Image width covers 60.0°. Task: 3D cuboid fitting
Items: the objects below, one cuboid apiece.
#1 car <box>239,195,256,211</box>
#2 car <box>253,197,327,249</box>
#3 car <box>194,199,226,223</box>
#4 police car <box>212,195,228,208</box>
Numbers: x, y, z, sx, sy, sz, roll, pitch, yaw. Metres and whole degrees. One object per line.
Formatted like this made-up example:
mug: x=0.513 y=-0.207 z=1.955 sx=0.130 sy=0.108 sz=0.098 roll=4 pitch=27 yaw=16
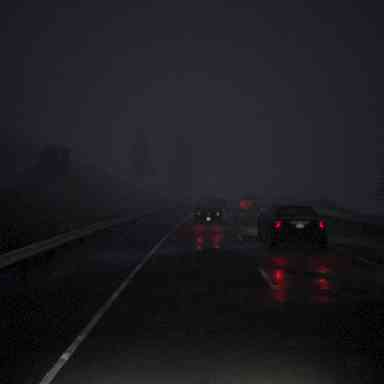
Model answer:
car: x=6.227 y=1.120 z=36.398 sx=2.097 sy=1.767 sz=4.553 roll=0 pitch=0 yaw=7
car: x=4.098 y=1.261 z=14.360 sx=2.097 sy=1.767 sz=4.553 roll=0 pitch=0 yaw=3
car: x=1.268 y=1.446 z=23.847 sx=1.895 sy=1.301 sz=4.718 roll=0 pitch=0 yaw=5
police car: x=3.404 y=1.159 z=41.315 sx=1.930 sy=1.638 sz=5.238 roll=0 pitch=0 yaw=8
